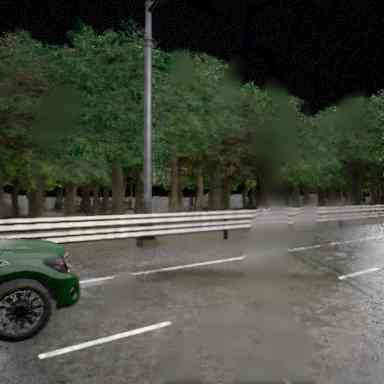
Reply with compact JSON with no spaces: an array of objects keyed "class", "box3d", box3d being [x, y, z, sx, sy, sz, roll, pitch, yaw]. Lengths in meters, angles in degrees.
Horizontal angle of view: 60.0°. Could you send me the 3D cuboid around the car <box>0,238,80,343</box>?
[{"class":"car","box3d":[-4.587,1.216,4.792,5.566,2.045,2.150,0,0,-36]}]
